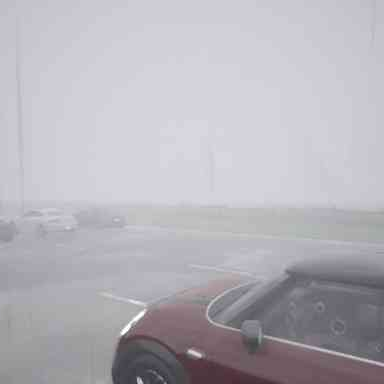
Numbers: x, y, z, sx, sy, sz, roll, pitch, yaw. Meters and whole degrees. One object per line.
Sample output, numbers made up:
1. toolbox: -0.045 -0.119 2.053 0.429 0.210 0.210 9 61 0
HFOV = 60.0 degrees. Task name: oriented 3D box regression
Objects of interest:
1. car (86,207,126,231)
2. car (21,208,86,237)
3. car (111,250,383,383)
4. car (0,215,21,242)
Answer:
1. car: -6.204 1.653 21.323 4.181 1.385 1.994 0 0 36
2. car: -8.287 1.616 18.511 4.674 1.442 1.812 0 0 36
3. car: 1.367 1.354 3.017 4.553 1.767 2.097 0 0 36
4. car: -10.199 1.654 15.575 4.181 1.385 1.994 0 0 36
